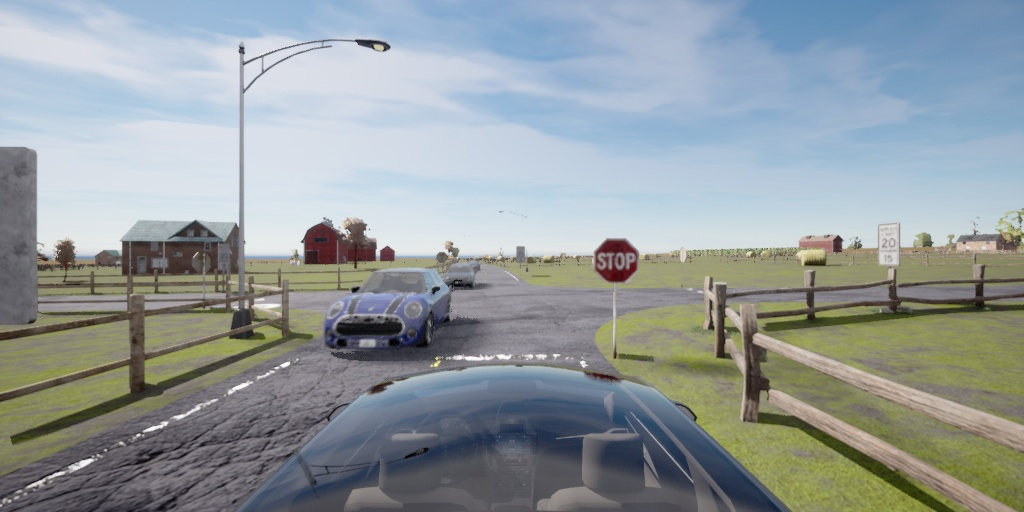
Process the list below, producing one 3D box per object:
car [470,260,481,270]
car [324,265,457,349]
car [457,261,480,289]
[{"bbox_3d":[-5.487,1.315,52.063,2.128,1.511,4.902,0,0,-6],"label":"car"},{"bbox_3d":[-2.848,1.105,9.208,2.097,1.767,4.553,0,0,-1],"label":"car"},{"bbox_3d":[-3.319,1.316,23.289,1.837,1.490,4.892,0,0,-3],"label":"car"}]
